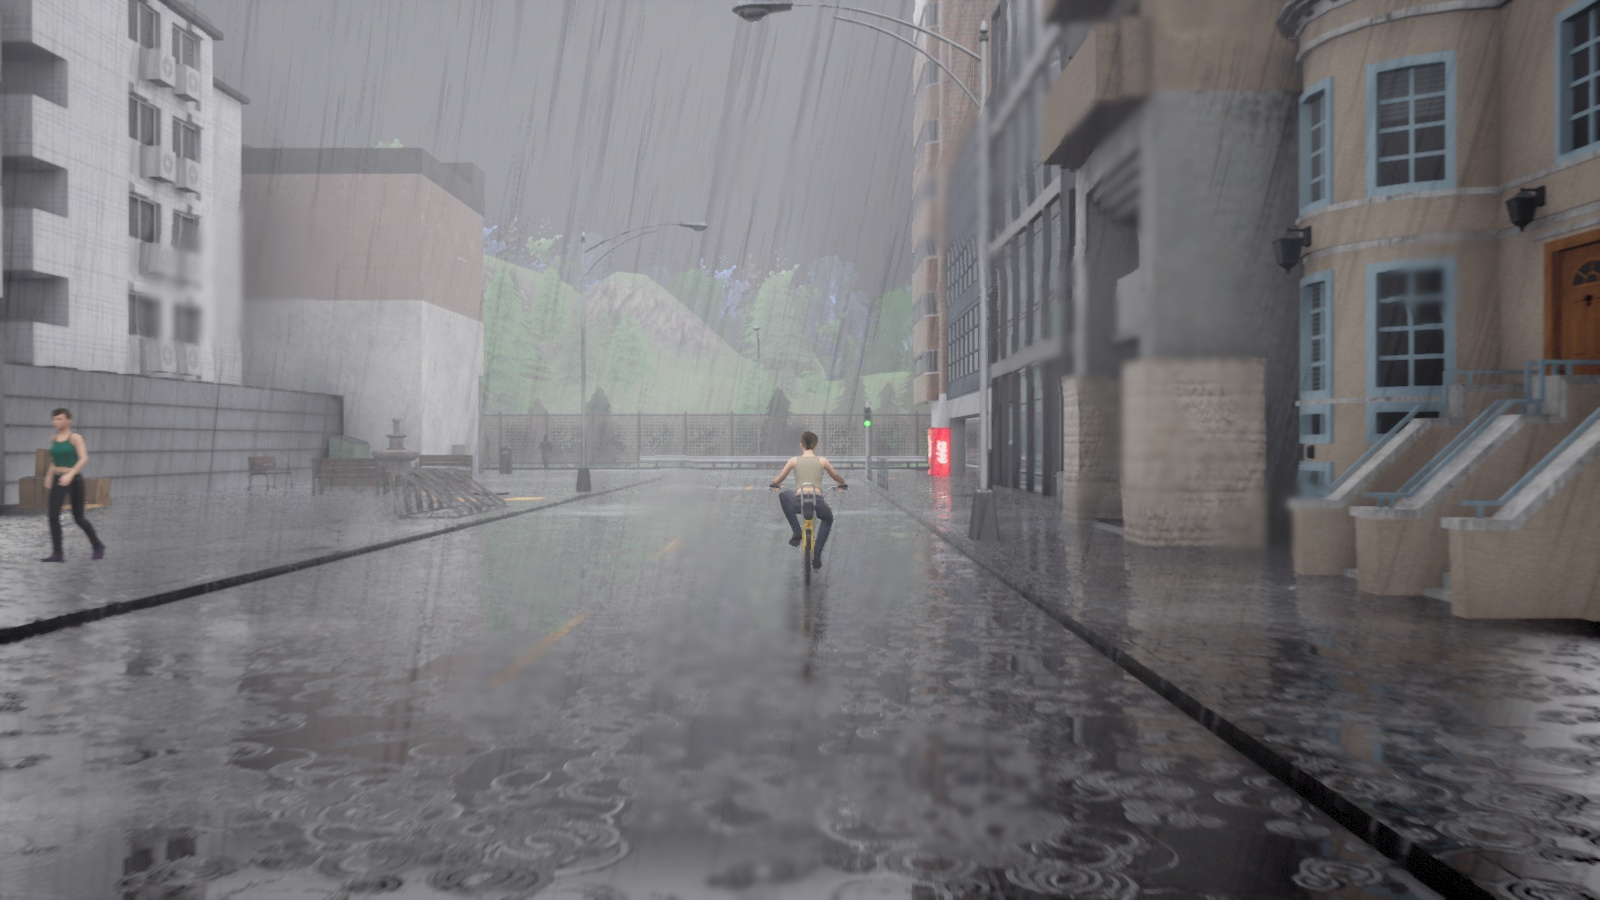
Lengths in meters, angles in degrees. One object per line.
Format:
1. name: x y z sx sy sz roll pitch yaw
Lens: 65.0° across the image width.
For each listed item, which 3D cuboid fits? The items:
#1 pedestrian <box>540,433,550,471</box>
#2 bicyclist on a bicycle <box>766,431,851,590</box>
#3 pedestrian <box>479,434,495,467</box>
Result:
1. pedestrian: -13.250 0.110 65.248 0.402 1.930 0.666 0 0 0
2. bicyclist on a bicycle: 0.092 0.607 13.465 0.866 1.612 1.509 0 0 0
3. pedestrian: -17.954 0.036 72.010 0.694 1.848 0.540 0 0 28
